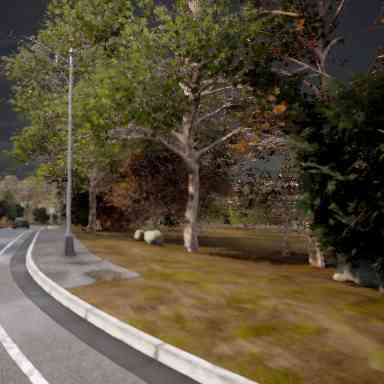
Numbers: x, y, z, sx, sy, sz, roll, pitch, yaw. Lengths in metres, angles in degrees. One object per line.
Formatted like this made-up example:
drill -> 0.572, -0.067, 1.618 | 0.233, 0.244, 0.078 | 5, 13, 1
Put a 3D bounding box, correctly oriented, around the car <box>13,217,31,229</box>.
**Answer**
car -> -23.222, 4.218, 45.267 | 1.837, 1.490, 4.892 | 1, -5, -23
